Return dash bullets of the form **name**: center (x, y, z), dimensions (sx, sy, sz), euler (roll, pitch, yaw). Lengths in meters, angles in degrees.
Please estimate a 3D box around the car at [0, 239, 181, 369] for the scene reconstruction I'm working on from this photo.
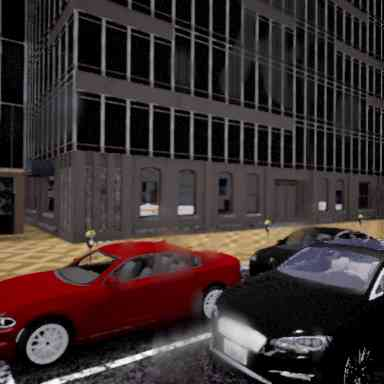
- **car**: center (-1.127, 1.568, 5.752), dimensions (4.507, 1.381, 1.887), euler (1, 0, -35)

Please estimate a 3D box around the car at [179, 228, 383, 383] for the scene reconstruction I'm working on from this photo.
- **car**: center (2.477, 1.541, 5.144), dimensions (4.902, 1.511, 2.128), euler (1, 0, -36)

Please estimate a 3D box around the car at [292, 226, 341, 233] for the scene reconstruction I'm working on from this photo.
- **car**: center (3.507, 1.646, 9.057), dimensions (4.313, 1.339, 1.947), euler (1, 0, -35)
